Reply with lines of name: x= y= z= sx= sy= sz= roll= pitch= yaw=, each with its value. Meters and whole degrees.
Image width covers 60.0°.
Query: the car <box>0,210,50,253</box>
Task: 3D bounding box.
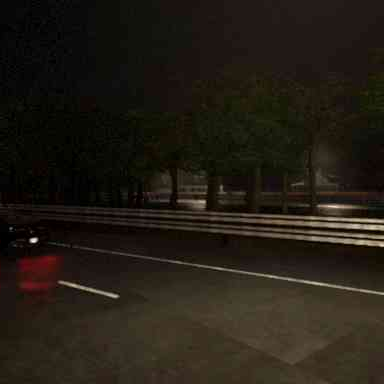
car: x=-7.730 y=1.479 z=13.386 sx=4.892 sy=1.490 sz=1.837 roll=1 pitch=0 yaw=34
